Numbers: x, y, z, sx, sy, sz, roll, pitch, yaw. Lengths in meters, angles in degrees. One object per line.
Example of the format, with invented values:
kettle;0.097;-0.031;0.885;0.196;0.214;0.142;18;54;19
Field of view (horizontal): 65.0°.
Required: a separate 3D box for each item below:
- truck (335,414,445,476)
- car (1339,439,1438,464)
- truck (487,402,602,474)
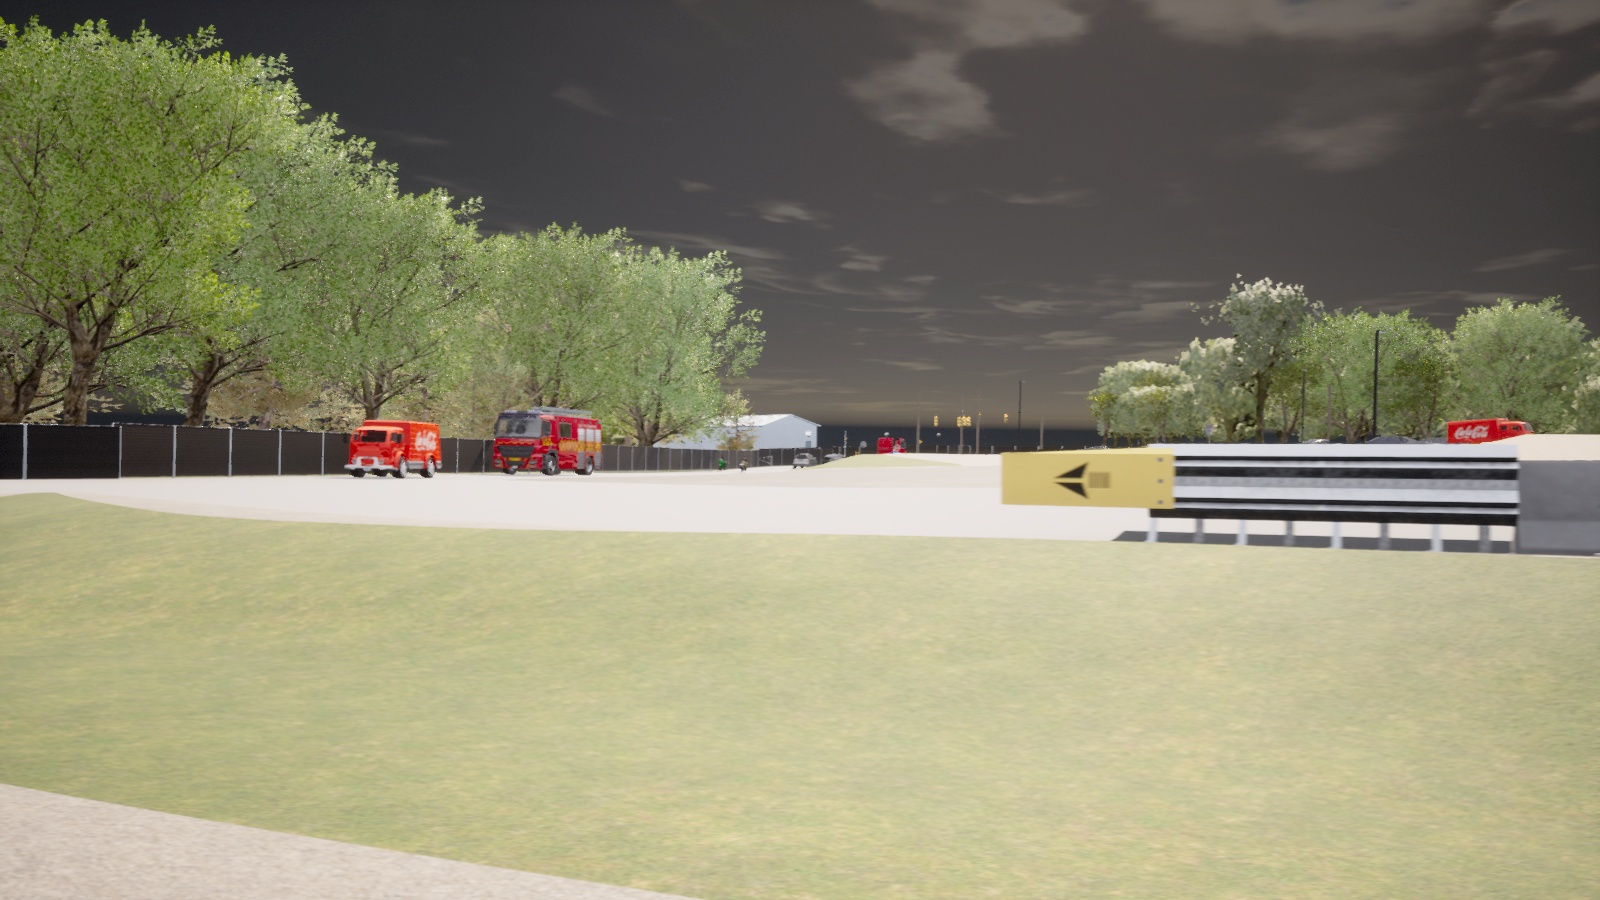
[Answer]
truck;-17.586;-0.163;54.171;2.627;2.467;5.204;2;-1;5
car;37.139;0.113;79.353;5.357;1.411;2.033;-2;-1;36
truck;-14.442;-0.584;71.848;2.891;3.827;8.468;2;-1;15
